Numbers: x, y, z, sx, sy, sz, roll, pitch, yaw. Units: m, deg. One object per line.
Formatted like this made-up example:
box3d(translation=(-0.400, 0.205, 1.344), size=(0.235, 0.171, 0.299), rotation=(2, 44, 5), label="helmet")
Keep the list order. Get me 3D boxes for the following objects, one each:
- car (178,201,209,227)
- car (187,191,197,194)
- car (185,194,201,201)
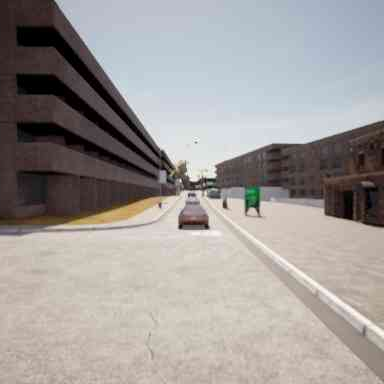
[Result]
box3d(translation=(0.098, 1.575, 22.716), size=(1.994, 1.385, 4.181), rotation=(0, 0, 0), label="car")
box3d(translation=(-0.004, 0.617, 72.339), size=(1.837, 1.490, 4.892), rotation=(0, 0, 0), label="car")
box3d(translation=(0.098, 1.328, 40.916), size=(2.033, 1.411, 5.357), rotation=(0, 1, 0), label="car")
